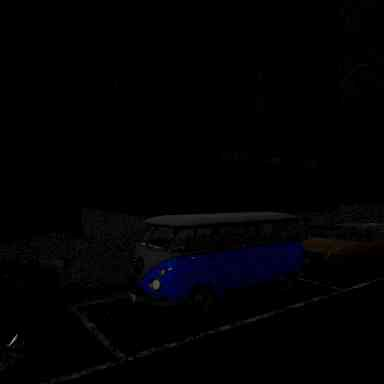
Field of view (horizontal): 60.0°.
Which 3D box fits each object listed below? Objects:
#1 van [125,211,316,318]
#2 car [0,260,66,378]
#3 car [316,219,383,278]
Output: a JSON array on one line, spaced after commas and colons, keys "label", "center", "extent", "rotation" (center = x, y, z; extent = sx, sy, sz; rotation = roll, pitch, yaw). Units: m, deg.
[{"label": "van", "center": [0.646, 1.341, 7.116], "extent": [3.998, 1.788, 1.690], "rotation": [0, 0, -36]}, {"label": "car", "center": [-3.779, 1.566, 3.956], "extent": [4.313, 1.339, 1.947], "rotation": [0, 0, -36]}, {"label": "car", "center": [4.933, 1.526, 10.177], "extent": [4.829, 1.417, 1.752], "rotation": [0, 0, -36]}]
